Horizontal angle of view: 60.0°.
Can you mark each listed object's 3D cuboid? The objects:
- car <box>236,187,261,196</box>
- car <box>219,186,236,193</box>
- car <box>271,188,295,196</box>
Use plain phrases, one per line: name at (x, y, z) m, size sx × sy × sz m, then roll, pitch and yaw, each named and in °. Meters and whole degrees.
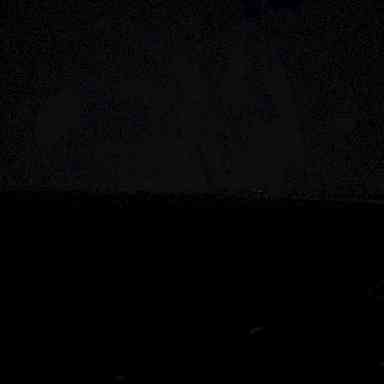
car at (11.623, -0.212, 66.372) m, size 2.097 × 1.767 × 4.553 m, roll -3°, pitch 4°, yaw -35°
car at (8.157, -0.578, 76.076) m, size 2.128 × 1.511 × 4.902 m, roll -3°, pitch 4°, yaw -35°
car at (17.274, -0.008, 63.167) m, size 1.837 × 1.490 × 4.892 m, roll -3°, pitch 4°, yaw -35°
